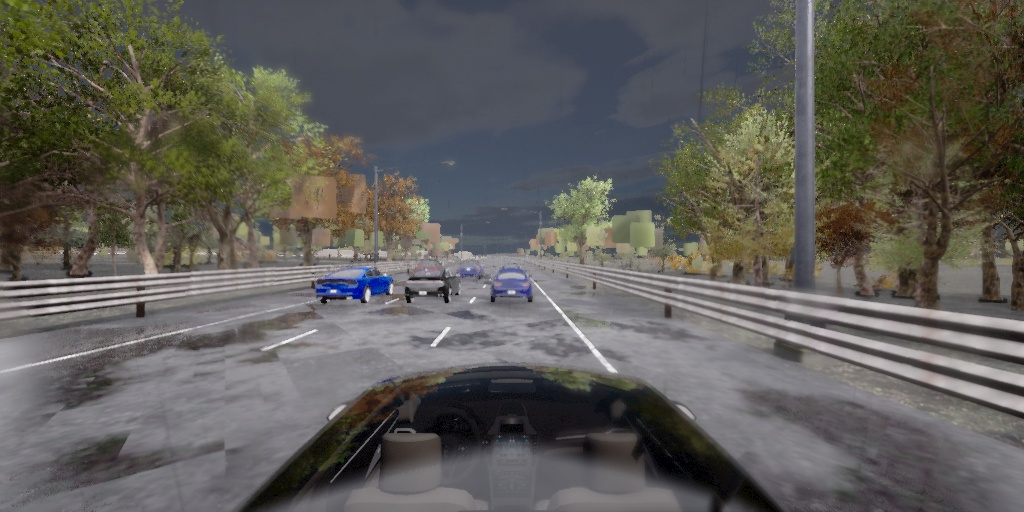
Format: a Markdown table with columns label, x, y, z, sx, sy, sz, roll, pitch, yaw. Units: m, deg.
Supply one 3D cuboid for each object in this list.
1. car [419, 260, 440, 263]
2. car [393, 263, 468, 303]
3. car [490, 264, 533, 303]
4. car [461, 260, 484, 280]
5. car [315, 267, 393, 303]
| label | x | y | z | sx | sy | sz | roll | pitch | yaw |
| --- | --- | --- | --- | --- | --- | --- | --- | --- | --- |
| car | -7.090 | 1.114 | 31.534 | 2.097 | 1.767 | 4.553 | 0 | 0 | 0 |
| car | -3.523 | 1.244 | 16.569 | 2.128 | 1.511 | 4.902 | 0 | 0 | 0 |
| car | -0.023 | 1.282 | 16.580 | 1.812 | 1.442 | 4.674 | 0 | 0 | 0 |
| car | -3.590 | 1.114 | 31.555 | 2.097 | 1.767 | 4.553 | 0 | 0 | 0 |
| car | -7.022 | 1.234 | 16.559 | 1.882 | 1.535 | 5.008 | 0 | 0 | 0 |
